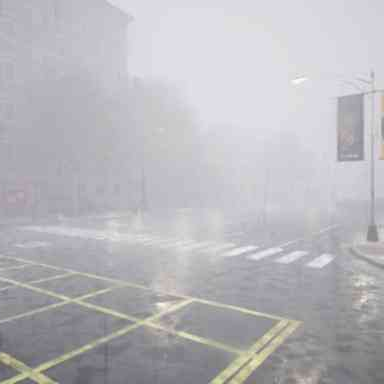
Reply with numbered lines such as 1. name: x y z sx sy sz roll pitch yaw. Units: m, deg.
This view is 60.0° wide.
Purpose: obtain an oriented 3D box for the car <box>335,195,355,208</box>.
1. car: 22.842 1.653 50.167 1.812 1.442 4.674 0 0 35

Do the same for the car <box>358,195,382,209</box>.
1. car: 26.210 1.610 48.871 1.882 1.535 5.008 0 0 35

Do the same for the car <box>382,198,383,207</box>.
1. car: 31.671 1.647 56.631 2.128 1.511 4.902 0 0 35

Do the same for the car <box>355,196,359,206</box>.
1. car: 28.099 1.751 57.667 1.895 1.301 4.718 0 0 35
